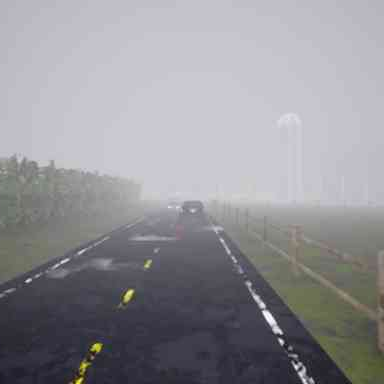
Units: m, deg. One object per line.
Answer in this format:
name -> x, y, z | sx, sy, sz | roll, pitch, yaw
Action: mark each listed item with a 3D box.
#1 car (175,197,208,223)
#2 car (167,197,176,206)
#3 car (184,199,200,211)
car -> 0.076, 1.338, 25.093 | 2.097, 1.767, 4.553 | 0, 0, 0
car -> -2.856, 1.538, 53.388 | 2.033, 1.411, 5.357 | 0, 0, 0
car -> 0.059, 1.588, 41.690 | 1.895, 1.301, 4.718 | 0, 0, 0
